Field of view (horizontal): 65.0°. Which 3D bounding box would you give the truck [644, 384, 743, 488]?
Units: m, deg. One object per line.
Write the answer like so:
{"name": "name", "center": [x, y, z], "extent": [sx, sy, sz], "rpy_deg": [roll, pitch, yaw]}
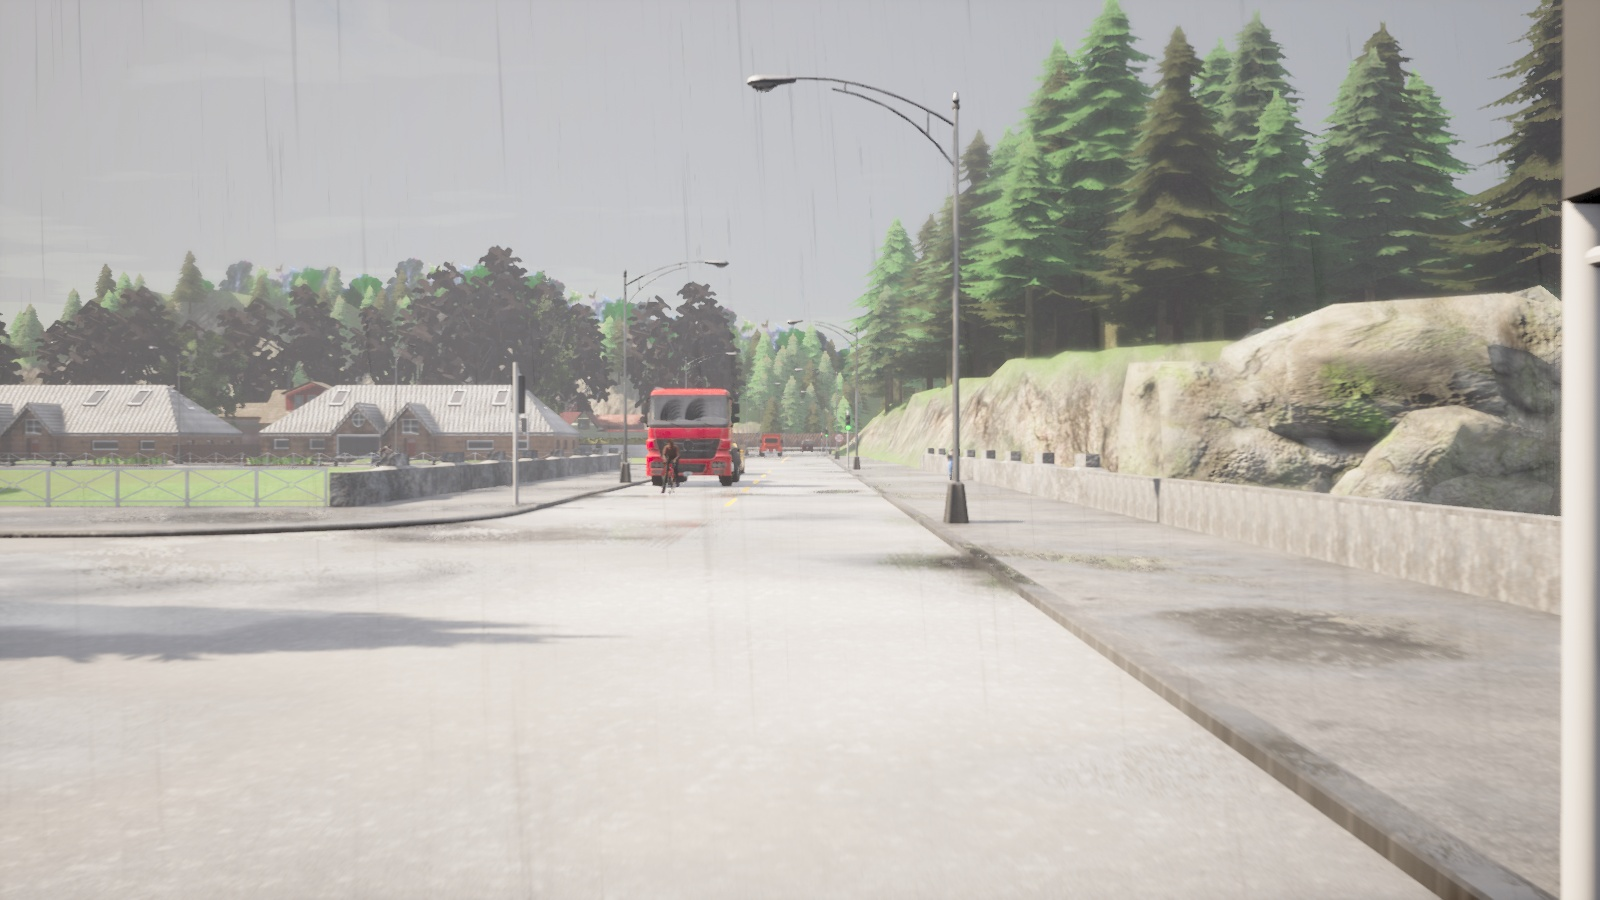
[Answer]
{"name": "truck", "center": [-3.719, -0.497, 45.807], "extent": [2.891, 3.462, 7.936], "rpy_deg": [0, 0, 0]}

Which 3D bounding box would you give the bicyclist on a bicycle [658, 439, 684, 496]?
{"name": "bicyclist on a bicycle", "center": [-3.772, 0.489, 36.780], "extent": [0.582, 1.620, 1.656], "rpy_deg": [0, 1, 0]}
